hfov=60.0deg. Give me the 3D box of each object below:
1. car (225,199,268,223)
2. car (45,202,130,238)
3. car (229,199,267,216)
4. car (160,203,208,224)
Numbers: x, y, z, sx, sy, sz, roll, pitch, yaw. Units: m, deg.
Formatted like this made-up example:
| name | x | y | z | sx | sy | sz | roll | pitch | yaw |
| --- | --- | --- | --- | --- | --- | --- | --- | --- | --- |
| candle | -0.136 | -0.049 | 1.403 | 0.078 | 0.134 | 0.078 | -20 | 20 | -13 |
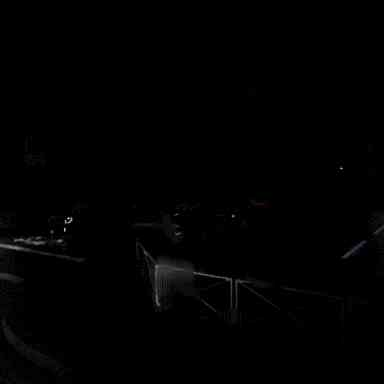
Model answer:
| name | x | y | z | sx | sy | sz | roll | pitch | yaw |
| --- | --- | --- | --- | --- | --- | --- | --- | --- | --- |
| car | 4.317 | 1.510 | 25.671 | 2.128 | 1.511 | 4.902 | 0 | 0 | 35 |
| car | -5.546 | 1.372 | 18.070 | 2.097 | 1.767 | 4.553 | 0 | 0 | 35 |
| car | 5.888 | 1.498 | 34.397 | 1.882 | 1.535 | 5.008 | 0 | 0 | 35 |
| car | -0.478 | 1.546 | 25.315 | 1.812 | 1.442 | 4.674 | 0 | 0 | 35 |
